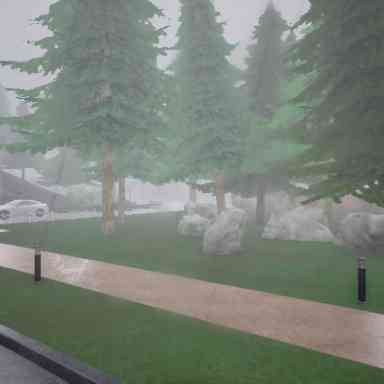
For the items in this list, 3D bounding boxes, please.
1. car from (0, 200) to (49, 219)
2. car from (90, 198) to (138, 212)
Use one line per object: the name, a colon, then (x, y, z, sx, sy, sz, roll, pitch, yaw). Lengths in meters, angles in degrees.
car: (-14.179, 1.363, 27.340, 1.812, 1.442, 4.674, 0, 0, 35)
car: (-8.201, 1.385, 35.671, 2.033, 1.411, 5.357, 0, 0, 36)
